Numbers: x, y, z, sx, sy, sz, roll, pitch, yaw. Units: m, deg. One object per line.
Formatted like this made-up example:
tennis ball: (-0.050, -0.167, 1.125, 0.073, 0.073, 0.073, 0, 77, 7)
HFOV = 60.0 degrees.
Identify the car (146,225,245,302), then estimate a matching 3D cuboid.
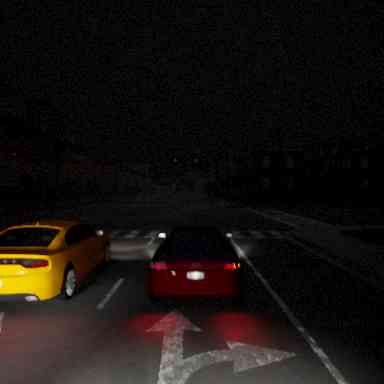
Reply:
car: (0.093, 1.503, 8.187, 1.994, 1.385, 4.181, 0, 0, 1)

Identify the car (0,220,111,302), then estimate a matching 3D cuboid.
car: (-3.399, 1.417, 8.212, 1.882, 1.535, 5.008, 0, 0, 0)
